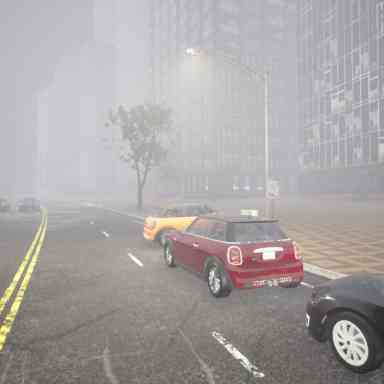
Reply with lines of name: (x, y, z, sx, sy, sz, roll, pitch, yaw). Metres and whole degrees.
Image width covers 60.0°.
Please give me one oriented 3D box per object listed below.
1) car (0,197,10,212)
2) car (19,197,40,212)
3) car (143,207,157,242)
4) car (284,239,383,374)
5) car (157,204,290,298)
car: (-22.131, 1.389, 37.968, 2.097, 1.767, 4.553, 0, 0, -24)
car: (-19.173, 1.392, 39.315, 2.097, 1.767, 4.553, 0, 0, -24)
car: (0.198, 1.278, 14.647, 4.553, 1.767, 2.097, -3, 1, -19)
car: (3.576, 1.505, 3.493, 1.837, 1.490, 4.892, 0, 0, -36)
car: (0.798, 1.355, 8.934, 2.097, 1.767, 4.553, 0, 0, -23)
